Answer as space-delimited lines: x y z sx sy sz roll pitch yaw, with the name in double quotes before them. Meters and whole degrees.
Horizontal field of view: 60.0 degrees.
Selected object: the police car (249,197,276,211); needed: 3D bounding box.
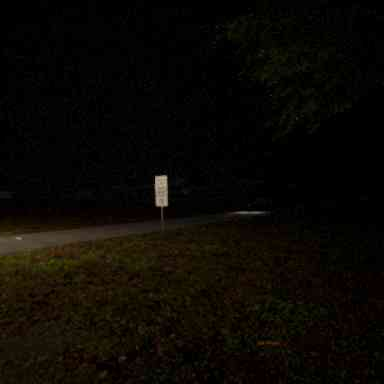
"police car" 8.696 1.466 41.280 1.930 1.638 5.238 -3 -2 35
